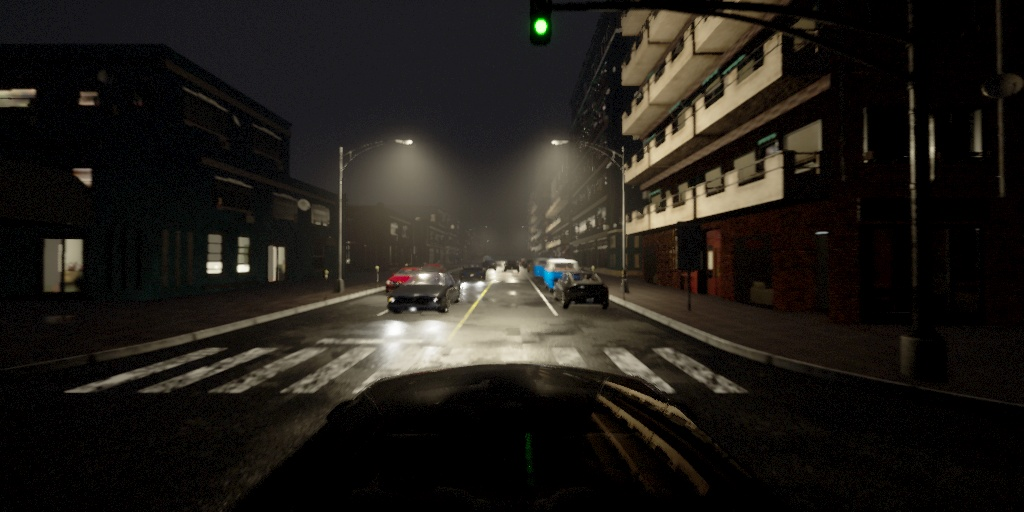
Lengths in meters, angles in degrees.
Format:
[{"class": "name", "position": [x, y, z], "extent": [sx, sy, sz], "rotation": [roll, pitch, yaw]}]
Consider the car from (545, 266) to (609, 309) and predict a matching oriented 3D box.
[{"class": "car", "position": [2.689, 1.288, 14.599], "extent": [2.007, 1.370, 4.403], "rotation": [0, 0, 0]}]

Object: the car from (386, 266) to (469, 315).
[{"class": "car", "position": [-3.100, 1.285, 13.887], "extent": [2.033, 1.411, 5.357], "rotation": [0, 0, 0]}]

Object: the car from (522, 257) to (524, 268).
[{"class": "car", "position": [2.680, 1.249, 53.664], "extent": [1.948, 1.339, 4.313], "rotation": [0, 0, 0]}]

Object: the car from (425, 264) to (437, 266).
[{"class": "car", "position": [-5.694, 1.313, 20.141], "extent": [1.802, 1.307, 4.207], "rotation": [0, 0, 0]}]

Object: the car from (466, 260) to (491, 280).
[{"class": "car", "position": [-3.103, 1.283, 29.718], "extent": [1.994, 1.385, 4.181], "rotation": [0, 0, 0]}]

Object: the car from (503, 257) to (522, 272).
[{"class": "car", "position": [-0.009, 1.226, 44.082], "extent": [1.812, 1.442, 4.674], "rotation": [0, 0, 0]}]

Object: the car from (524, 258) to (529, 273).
[{"class": "car", "position": [2.682, 1.228, 42.672], "extent": [1.751, 1.417, 4.829], "rotation": [0, 0, 0]}]

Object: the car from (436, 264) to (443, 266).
[{"class": "car", "position": [-5.695, 1.270, 25.722], "extent": [1.888, 1.381, 4.507], "rotation": [0, 0, 0]}]

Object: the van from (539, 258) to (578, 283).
[{"class": "van", "position": [2.687, 1.072, 20.178], "extent": [1.690, 1.789, 3.998], "rotation": [0, 0, 0]}]

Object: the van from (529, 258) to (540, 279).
[{"class": "van", "position": [2.685, 1.059, 31.341], "extent": [1.690, 1.789, 3.998], "rotation": [0, 0, 0]}]

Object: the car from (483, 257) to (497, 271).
[{"class": "car", "position": [-3.010, 1.243, 48.671], "extent": [2.033, 1.411, 5.357], "rotation": [0, 0, 0]}]
